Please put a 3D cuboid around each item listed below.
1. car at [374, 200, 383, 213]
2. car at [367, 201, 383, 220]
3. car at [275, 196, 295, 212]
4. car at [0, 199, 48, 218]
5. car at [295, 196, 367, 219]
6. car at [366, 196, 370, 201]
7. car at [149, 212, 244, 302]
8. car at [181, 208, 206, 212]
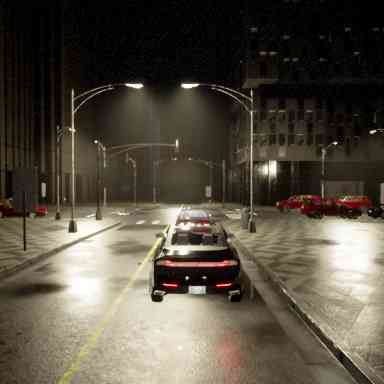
[{"bbox_3d":[23.326,1.633,37.716,4.313,1.339,1.947,0,1,0],"label":"car"},{"bbox_3d":[17.714,1.741,29.165,4.313,1.339,1.947,0,1,0],"label":"car"},{"bbox_3d":[12.041,1.324,37.659,5.009,1.841,2.192,0,1,0],"label":"car"},{"bbox_3d":[-14.969,1.566,29.009,4.507,1.381,1.887,0,1,0],"label":"car"},{"bbox_3d":[12.072,1.462,29.135,5.009,1.841,2.192,0,1,0],"label":"car"},{"bbox_3d":[17.685,1.352,37.686,5.009,1.841,2.192,0,1,0],"label":"car"},{"bbox_3d":[0.085,1.490,8.213,2.128,1.511,4.902,0,0,0],"label":"car"},{"bbox_3d":[0.070,1.550,17.923,2.033,1.411,5.357,0,0,0],"label":"car"}]
